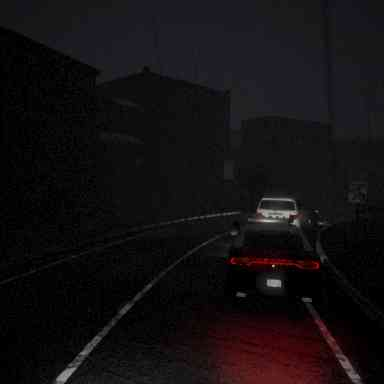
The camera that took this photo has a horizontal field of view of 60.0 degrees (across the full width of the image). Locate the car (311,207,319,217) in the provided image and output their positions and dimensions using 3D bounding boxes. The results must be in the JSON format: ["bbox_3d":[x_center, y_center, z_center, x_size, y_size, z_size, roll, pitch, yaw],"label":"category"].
[{"bbox_3d":[7.276,1.576,22.495,1.837,1.490,4.892,3,1,30],"label":"car"}]

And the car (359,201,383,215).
[{"bbox_3d":[21.298,1.840,39.016,5.008,1.535,1.882,2,3,-33],"label":"car"}]

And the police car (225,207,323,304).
[{"bbox_3d":[1.983,1.426,8.466,1.930,1.638,5.238,1,0,11],"label":"police car"}]

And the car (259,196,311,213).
[{"bbox_3d":[4.778,1.254,17.416,2.150,2.045,5.566,2,0,23],"label":"car"}]

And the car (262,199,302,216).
[{"bbox_3d":[8.852,1.474,32.499,1.812,1.442,4.674,4,2,41],"label":"car"}]
